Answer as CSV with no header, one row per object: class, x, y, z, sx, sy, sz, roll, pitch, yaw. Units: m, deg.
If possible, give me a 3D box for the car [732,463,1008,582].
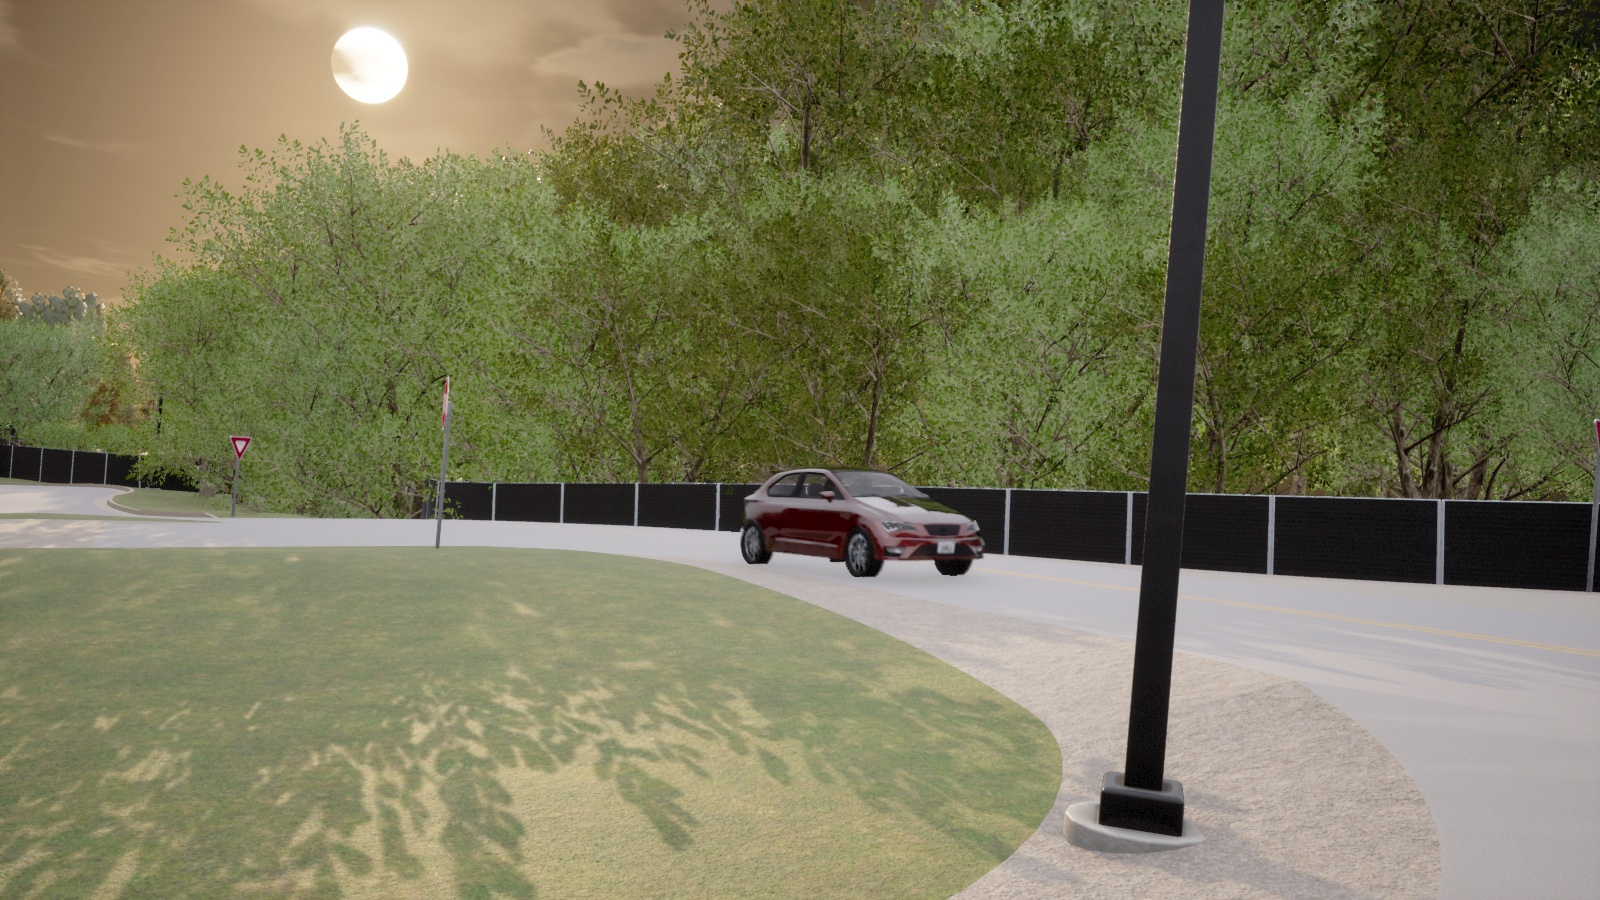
car,0.855,0.969,17.870,1.816,1.474,4.193,1,-2,-32
